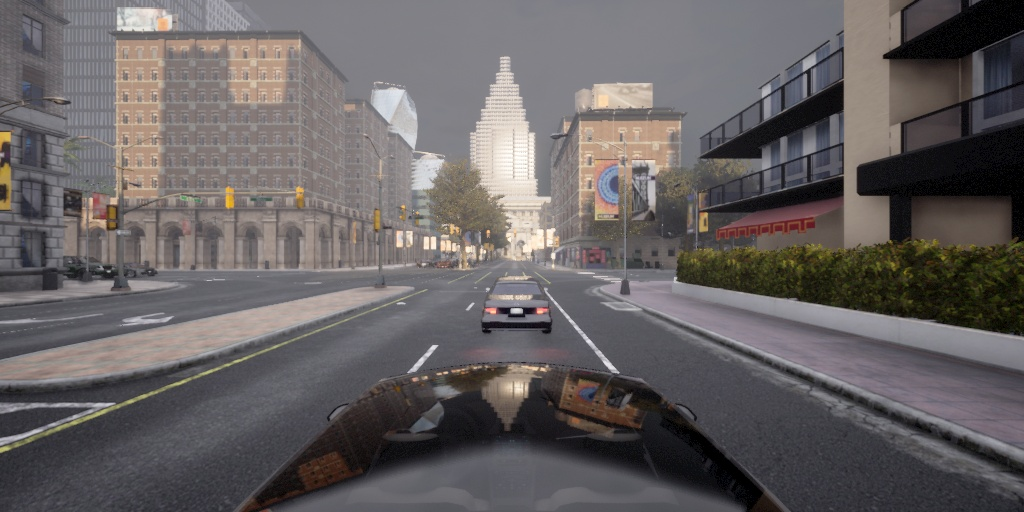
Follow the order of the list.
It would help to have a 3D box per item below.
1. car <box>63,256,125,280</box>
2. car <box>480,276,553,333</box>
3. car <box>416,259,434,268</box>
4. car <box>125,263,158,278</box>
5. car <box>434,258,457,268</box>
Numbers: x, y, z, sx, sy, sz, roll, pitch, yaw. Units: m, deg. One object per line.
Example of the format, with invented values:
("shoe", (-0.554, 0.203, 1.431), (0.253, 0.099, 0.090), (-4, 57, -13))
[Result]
("car", (-37.622, 0.991, 31.009), (5.566, 2.045, 2.150), (0, 0, 0))
("car", (0.142, 1.303, 10.696), (2.033, 1.411, 5.357), (0, 0, 1))
("car", (-14.548, 1.282, 61.505), (2.128, 1.511, 4.902), (0, 0, 1))
("car", (-36.845, 1.336, 34.510), (4.181, 1.385, 1.994), (0, 0, 0))
("car", (-11.078, 1.141, 59.621), (2.097, 1.767, 4.553), (0, 0, 1))
